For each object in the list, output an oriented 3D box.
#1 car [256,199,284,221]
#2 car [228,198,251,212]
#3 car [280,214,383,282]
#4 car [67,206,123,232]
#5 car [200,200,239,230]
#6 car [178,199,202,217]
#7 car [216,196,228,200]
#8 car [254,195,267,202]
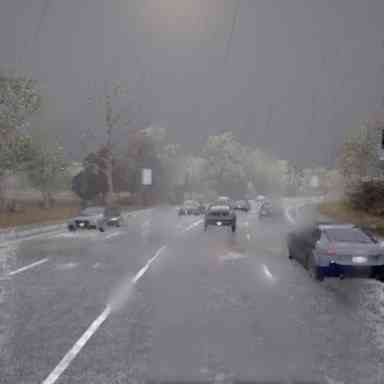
[{"bbox_3d":[6.493,1.562,27.303,2.033,1.411,5.357,0,0,11],"label":"car"},{"bbox_3d":[5.795,1.570,38.962,1.994,1.385,4.181,0,0,16],"label":"car"},{"bbox_3d":[4.122,1.574,9.887,1.994,1.385,4.181,0,0,4],"label":"car"},{"bbox_3d":[-5.585,1.536,19.628,1.994,1.385,4.181,0,0,8],"label":"car"},{"bbox_3d":[1.867,1.504,20.996,1.837,1.490,4.892,0,0,8],"label":"car"},{"bbox_3d":[0.026,1.491,31.254,1.837,1.490,4.892,0,0,13],"label":"car"},{"bbox_3d":[5.564,1.512,59.692,1.812,1.442,4.674,0,0,23],"label":"car"},{"bbox_3d":[14.725,1.425,70.668,1.812,1.442,4.674,0,0,27],"label":"car"}]
